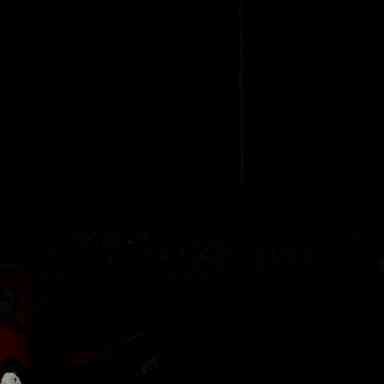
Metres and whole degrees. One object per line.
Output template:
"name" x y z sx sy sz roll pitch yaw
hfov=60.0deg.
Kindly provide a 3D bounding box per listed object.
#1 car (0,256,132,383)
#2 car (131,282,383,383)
"car" -2.230 1.575 4.544 4.507 1.381 1.887 0 0 35
"car" 2.361 1.306 1.278 5.009 1.841 2.192 0 0 35
